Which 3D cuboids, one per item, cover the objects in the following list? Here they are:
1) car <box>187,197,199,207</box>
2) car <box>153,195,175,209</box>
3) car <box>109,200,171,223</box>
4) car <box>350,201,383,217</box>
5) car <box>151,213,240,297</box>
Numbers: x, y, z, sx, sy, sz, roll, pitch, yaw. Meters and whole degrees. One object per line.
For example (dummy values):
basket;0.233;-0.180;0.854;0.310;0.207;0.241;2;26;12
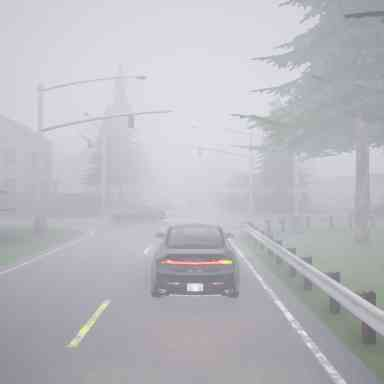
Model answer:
car;0.190;1.547;52.683;2.033;1.411;5.357;0;0;0
car;-3.525;1.505;41.726;1.837;1.490;4.892;0;0;0
car;-4.095;1.556;25.126;4.181;1.385;1.994;0;0;-29
car;15.326;1.490;26.742;4.892;1.490;1.837;0;0;0
car;0.078;1.505;8.533;1.837;1.490;4.892;0;0;0
